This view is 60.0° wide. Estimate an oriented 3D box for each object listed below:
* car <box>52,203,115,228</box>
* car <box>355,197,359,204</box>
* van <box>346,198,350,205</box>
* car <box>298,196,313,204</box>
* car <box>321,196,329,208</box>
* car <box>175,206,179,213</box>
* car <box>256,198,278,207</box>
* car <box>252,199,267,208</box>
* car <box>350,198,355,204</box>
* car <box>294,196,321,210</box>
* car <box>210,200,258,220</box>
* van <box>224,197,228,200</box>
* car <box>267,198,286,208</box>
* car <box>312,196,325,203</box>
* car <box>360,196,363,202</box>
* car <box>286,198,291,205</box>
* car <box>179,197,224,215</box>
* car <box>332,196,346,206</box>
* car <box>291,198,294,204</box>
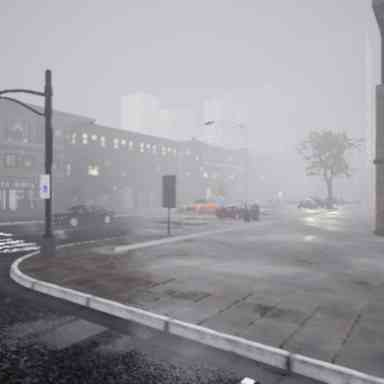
[{"bbox_3d":[-7.567,1.561,23.130,1.837,1.490,4.892,0,0,32],"label":"car"},{"bbox_3d":[35.602,1.933,74.391,1.752,1.417,4.829,0,-1,35],"label":"car"},{"bbox_3d":[29.145,1.685,65.214,1.690,1.788,3.998,0,-1,35],"label":"van"},{"bbox_3d":[25.470,1.807,74.554,1.967,1.590,4.097,0,-1,35],"label":"car"},{"bbox_3d":[19.606,1.568,51.656,2.192,1.841,5.009,0,0,35],"label":"car"},{"bbox_3d":[-0.065,1.655,38.259,1.752,1.417,4.829,0,0,35],"label":"car"},{"bbox_3d":[12.752,1.795,56.476,2.008,1.369,4.403,0,0,35],"label":"car"},{"bbox_3d":[9.474,1.739,51.817,1.752,1.417,4.829,0,0,35],"label":"car"},{"bbox_3d":[32.325,1.957,69.731,1.802,1.307,4.206,0,-1,35],"label":"car"},{"bbox_3d":[16.426,1.663,47.135,1.967,1.590,4.097,0,0,35],"label":"car"},{"bbox_3d":[3.751,1.658,29.028,1.887,1.381,4.507,0,0,35],"label":"car"},{"bbox_3d":[3.213,1.499,42.918,1.690,1.788,3.998,0,0,35],"label":"van"},{"bbox_3d":[12.366,1.836,51.245,1.895,1.301,4.718,0,0,35],"label":"car"},{"bbox_3d":[31.830,1.871,83.593,1.967,1.590,4.097,0,-1,35],"label":"car"},{"bbox_3d":[38.684,2.022,78.770,1.802,1.307,4.206,0,-1,35],"label":"car"},{"bbox_3d":[15.931,1.825,60.995,2.008,1.369,4.403,0,0,35],"label":"car"},{"bbox_3d":[1.063,1.476,35.345,2.097,1.767,4.553,0,0,35],"label":"car"},{"bbox_3d":[25.966,1.628,60.695,2.192,1.841,5.009,0,-1,35],"label":"car"},{"bbox_3d":[19.111,1.855,65.515,2.008,1.369,4.403,0,0,35],"label":"car"}]
